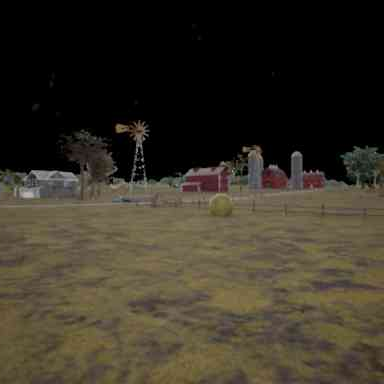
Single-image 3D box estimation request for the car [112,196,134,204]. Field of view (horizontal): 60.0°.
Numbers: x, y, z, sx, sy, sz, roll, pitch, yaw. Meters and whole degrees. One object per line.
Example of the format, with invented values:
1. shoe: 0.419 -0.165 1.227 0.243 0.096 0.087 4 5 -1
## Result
1. car: -13.555 1.508 65.352 1.837 1.490 4.892 -1 0 37
